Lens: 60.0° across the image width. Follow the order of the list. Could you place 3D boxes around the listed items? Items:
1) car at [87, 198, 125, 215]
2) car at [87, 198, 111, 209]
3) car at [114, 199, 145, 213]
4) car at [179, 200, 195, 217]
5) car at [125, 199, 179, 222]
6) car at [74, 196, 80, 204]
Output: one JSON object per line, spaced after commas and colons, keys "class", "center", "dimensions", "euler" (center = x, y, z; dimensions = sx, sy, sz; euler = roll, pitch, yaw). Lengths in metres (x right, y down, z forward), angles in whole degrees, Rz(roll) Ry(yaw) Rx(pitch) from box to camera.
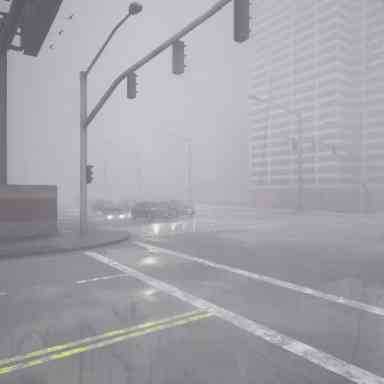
{"class": "car", "center": [-8.918, 1.547, 34.743], "dimensions": [2.033, 1.411, 5.357], "euler": [0, 0, -35]}
{"class": "car", "center": [-13.162, 1.601, 46.843], "dimensions": [1.895, 1.301, 4.718], "euler": [0, 0, -35]}
{"class": "car", "center": [-7.341, 1.526, 38.588], "dimensions": [1.812, 1.442, 4.674], "euler": [0, 0, -35]}
{"class": "car", "center": [-1.628, 1.492, 30.488], "dimensions": [2.128, 1.511, 4.902], "euler": [0, 0, -35]}
{"class": "car", "center": [-3.340, 1.505, 26.846], "dimensions": [1.837, 1.490, 4.892], "euler": [0, 0, -35]}
{"class": "car", "center": [-21.554, 1.526, 65.107], "dimensions": [1.812, 1.442, 4.674], "euler": [0, 0, -35]}
